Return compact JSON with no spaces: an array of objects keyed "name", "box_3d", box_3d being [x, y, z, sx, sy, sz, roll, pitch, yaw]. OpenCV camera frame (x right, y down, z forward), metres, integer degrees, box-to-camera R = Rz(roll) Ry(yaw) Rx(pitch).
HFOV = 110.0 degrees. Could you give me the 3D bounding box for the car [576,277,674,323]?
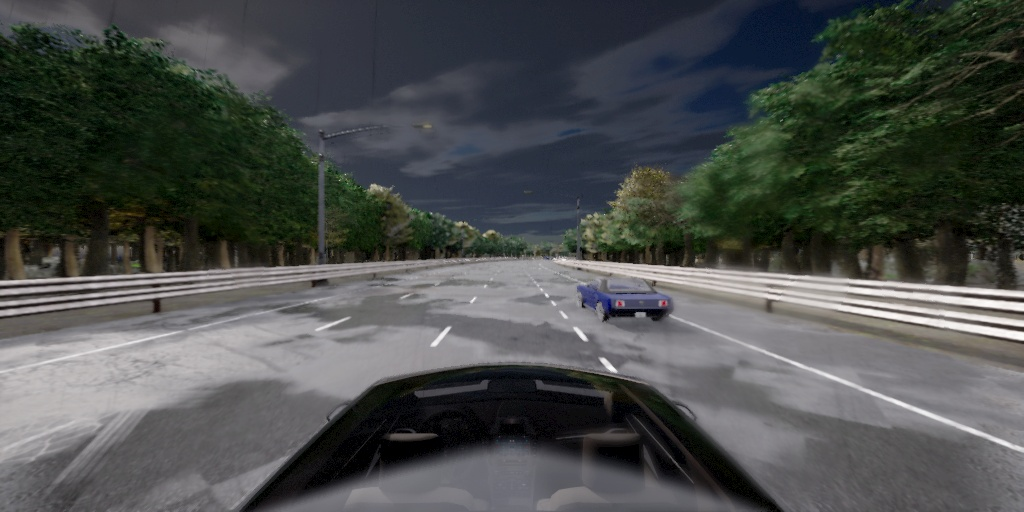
[{"name":"car","box_3d":[3.498,1.345,12.148,1.895,1.301,4.718,0,0,-2]}]
